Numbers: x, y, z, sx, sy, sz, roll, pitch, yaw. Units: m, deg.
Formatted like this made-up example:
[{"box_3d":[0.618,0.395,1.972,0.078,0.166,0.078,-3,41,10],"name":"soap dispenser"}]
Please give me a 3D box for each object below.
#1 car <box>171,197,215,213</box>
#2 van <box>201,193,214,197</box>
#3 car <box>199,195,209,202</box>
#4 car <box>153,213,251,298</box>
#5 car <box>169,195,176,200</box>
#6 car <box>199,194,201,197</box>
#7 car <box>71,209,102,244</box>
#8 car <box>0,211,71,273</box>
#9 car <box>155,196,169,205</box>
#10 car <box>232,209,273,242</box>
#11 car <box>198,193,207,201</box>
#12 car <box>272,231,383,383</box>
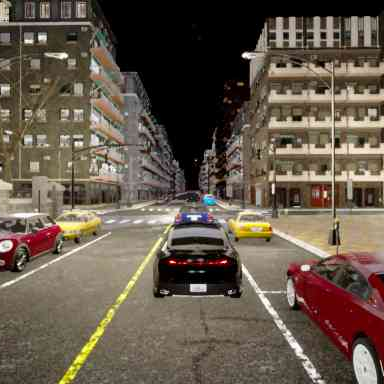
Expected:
[{"box_3d":[0.140,1.354,18.757,2.097,1.767,4.553,0,0,1],"name":"car"},{"box_3d":[2.759,1.321,54.100,1.690,1.788,3.998,1,0,0],"name":"van"},{"box_3d":[2.780,1.503,76.784,2.008,1.369,4.403,1,0,0],"name":"car"},{"box_3d":[0.112,1.506,8.497,1.837,1.490,4.892,0,0,0],"name":"car"},{"box_3d":[-5.588,1.516,88.192,1.802,1.307,4.206,1,0,0],"name":"car"},{"box_3d":[2.762,1.519,59.772,1.887,1.381,4.507,1,0,0],"name":"car"},{"box_3d":[-5.664,1.527,15.963,1.752,1.417,4.829,1,0,0],"name":"car"},{"box_3d":[-5.669,1.442,10.519,1.967,1.590,4.097,1,0,0],"name":"car"},{"box_3d":[-5.618,1.556,59.837,1.802,1.307,4.206,1,0,0],"name":"car"},{"box_3d":[2.716,1.527,16.277,1.752,1.417,4.829,1,0,0],"name":"car"},{"box_3d":[2.795,1.249,88.126,2.192,1.841,5.009,1,0,0],"name":"car"},{"box_3d":[2.705,1.546,4.874,1.887,1.381,4.507,1,0,0],"name":"car"}]
